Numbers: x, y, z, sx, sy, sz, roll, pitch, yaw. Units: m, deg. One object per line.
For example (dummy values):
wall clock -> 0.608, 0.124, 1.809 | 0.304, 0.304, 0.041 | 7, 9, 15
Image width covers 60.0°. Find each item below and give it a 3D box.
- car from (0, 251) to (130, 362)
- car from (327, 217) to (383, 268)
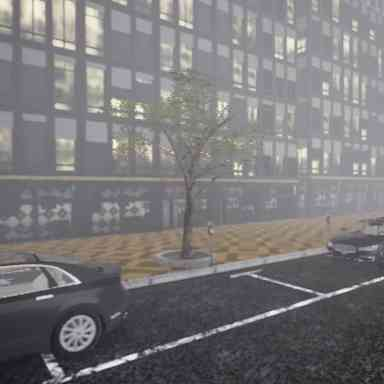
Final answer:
car -> -3.017, 1.551, 4.417 | 4.403, 1.369, 2.008 | 0, 0, -35
car -> 6.239, 1.539, 11.015 | 4.403, 1.369, 2.008 | 0, 0, -35
